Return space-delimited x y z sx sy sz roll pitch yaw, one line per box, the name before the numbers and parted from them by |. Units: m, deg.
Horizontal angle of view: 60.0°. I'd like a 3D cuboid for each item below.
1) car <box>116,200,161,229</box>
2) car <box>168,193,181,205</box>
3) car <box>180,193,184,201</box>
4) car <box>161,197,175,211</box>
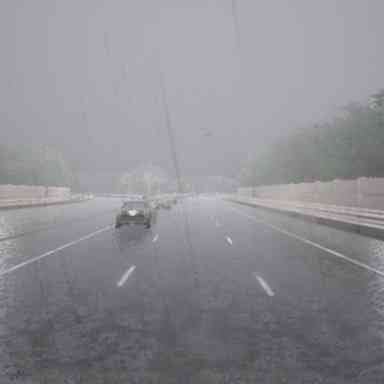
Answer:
car | -3.508 1.335 21.803 2.097 1.767 4.553 0 0 0
car | -3.523 1.463 58.365 2.128 1.511 4.902 0 0 0
car | -3.532 1.465 83.015 1.837 1.490 4.892 0 0 0
car | -3.516 1.581 40.553 1.895 1.301 4.718 0 0 0
